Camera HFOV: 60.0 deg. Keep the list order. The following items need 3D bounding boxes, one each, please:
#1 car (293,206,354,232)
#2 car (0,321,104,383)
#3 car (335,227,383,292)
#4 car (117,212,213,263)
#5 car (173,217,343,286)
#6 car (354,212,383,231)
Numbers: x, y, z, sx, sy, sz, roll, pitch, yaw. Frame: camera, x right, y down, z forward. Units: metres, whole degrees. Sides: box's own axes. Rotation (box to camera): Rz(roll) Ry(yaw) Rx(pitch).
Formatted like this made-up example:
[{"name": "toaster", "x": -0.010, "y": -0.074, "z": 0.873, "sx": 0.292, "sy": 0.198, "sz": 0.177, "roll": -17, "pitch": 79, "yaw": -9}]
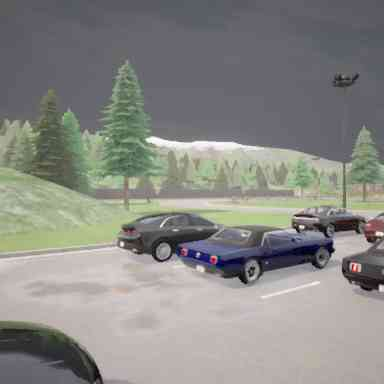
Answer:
[{"name": "car", "x": 7.299, "y": 1.490, "z": 17.530, "sx": 4.902, "sy": 1.511, "sz": 2.128, "roll": 0, "pitch": 0, "yaw": -35}, {"name": "car", "x": -2.899, "y": 1.491, "z": 1.677, "sx": 4.902, "sy": 1.511, "sz": 2.128, "roll": 0, "pitch": 0, "yaw": -35}, {"name": "car", "x": 5.596, "y": 1.600, "z": 7.726, "sx": 4.718, "sy": 1.301, "sz": 1.895, "roll": 0, "pitch": 0, "yaw": -35}, {"name": "car", "x": -0.283, "y": 1.499, "z": 12.135, "sx": 4.892, "sy": 1.490, "sz": 1.837, "roll": 2, "pitch": -1, "yaw": -35}, {"name": "car", "x": 2.022, "y": 1.600, "z": 9.478, "sx": 4.718, "sy": 1.301, "sz": 1.895, "roll": 0, "pitch": 0, "yaw": -35}, {"name": "car", "x": 9.442, "y": 1.524, "z": 14.759, "sx": 4.674, "sy": 1.442, "sz": 1.812, "roll": 0, "pitch": 0, "yaw": -35}]
